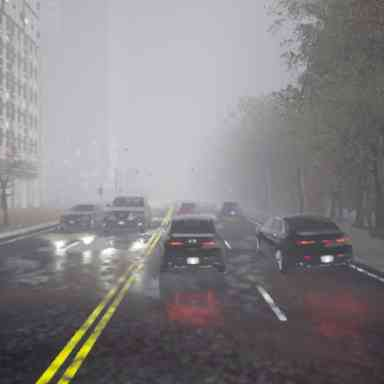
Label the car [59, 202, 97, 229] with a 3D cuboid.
[{"bbox_3d":[-6.880,1.449,21.405,1.882,1.535,5.008,0,0,-1],"label":"car"}]

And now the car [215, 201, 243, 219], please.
[{"bbox_3d":[2.919,1.436,26.915,1.812,1.442,4.674,-3,-1,-2],"label":"car"}]

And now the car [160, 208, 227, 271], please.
[{"bbox_3d":[0.002,1.488,10.856,1.837,1.490,4.892,0,0,-1],"label":"car"}]

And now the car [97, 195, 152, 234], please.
[{"bbox_3d":[-3.575,1.195,19.327,2.150,2.045,5.566,0,0,-1],"label":"car"}]

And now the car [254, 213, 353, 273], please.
[{"bbox_3d":[3.252,1.437,10.579,1.837,1.490,4.892,-3,-1,-1],"label":"car"}]

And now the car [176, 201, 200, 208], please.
[{"bbox_3d":[-0.337,1.486,26.951,1.812,1.442,4.674,0,0,-2],"label":"car"}]
